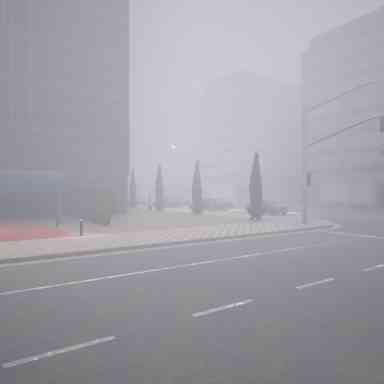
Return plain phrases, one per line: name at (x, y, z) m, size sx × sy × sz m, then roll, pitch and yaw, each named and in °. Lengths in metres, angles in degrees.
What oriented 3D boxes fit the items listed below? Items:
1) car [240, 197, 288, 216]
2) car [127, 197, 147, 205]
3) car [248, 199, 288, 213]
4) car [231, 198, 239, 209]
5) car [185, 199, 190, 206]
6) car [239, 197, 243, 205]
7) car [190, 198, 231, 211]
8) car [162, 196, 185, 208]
car at (7.457, 1.526, 33.507) m, size 1.812 × 1.442 × 4.674 m, roll 0°, pitch 0°, yaw -37°
car at (-9.639, 1.601, 58.105) m, size 1.895 × 1.301 × 4.718 m, roll 0°, pitch 0°, yaw -34°
car at (8.604, 1.564, 37.981) m, size 1.994 × 1.385 × 4.181 m, roll 0°, pitch 0°, yaw -35°
car at (3.798, 1.564, 44.873) m, size 1.994 × 1.385 × 4.181 m, roll 0°, pitch 0°, yaw -35°
car at (-1.899, 1.564, 53.054) m, size 1.994 × 1.385 × 4.181 m, roll 0°, pitch 0°, yaw -35°
car at (8.064, 1.477, 51.338) m, size 1.882 × 1.535 × 5.008 m, roll 0°, pitch 0°, yaw -35°
car at (2.210, 1.505, 41.029) m, size 1.837 × 1.490 × 4.892 m, roll 0°, pitch 0°, yaw -35°
car at (-3.518, 1.352, 49.254) m, size 2.097 × 1.767 × 4.553 m, roll 0°, pitch 0°, yaw -35°
